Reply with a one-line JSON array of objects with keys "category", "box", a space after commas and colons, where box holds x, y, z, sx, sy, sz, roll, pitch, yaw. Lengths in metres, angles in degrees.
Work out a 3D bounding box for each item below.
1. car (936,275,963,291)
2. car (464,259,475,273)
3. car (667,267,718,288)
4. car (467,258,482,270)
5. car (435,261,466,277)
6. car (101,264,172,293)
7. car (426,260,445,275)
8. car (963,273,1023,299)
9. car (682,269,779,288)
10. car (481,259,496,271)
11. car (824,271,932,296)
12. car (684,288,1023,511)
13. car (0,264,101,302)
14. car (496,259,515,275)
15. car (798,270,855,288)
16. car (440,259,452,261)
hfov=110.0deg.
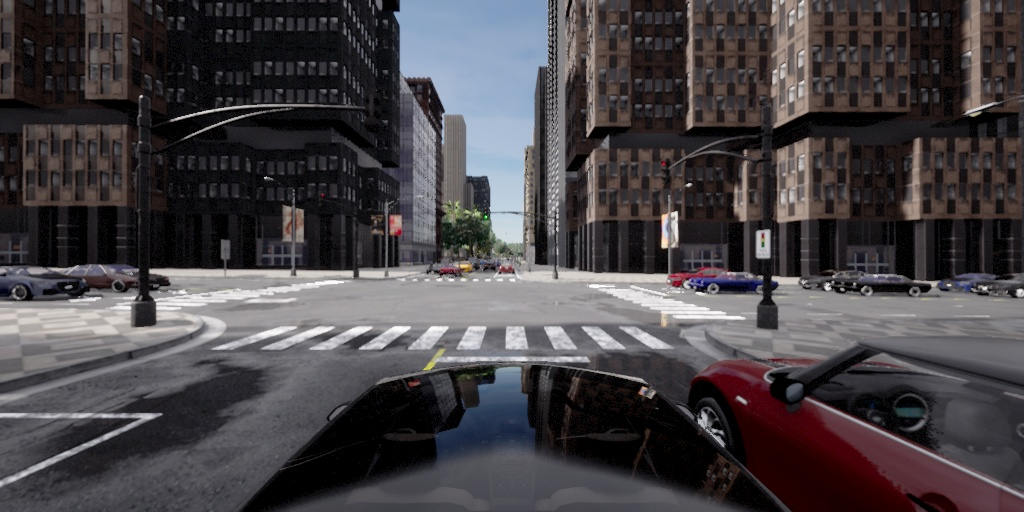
[{"category": "car", "box": [33.105, 1.932, 25.548, 4.181, 1.385, 1.994, 1, 0, -1]}, {"category": "car", "box": [-6.511, 1.483, 48.645, 1.882, 1.535, 5.008, 0, 0, 0]}, {"category": "car", "box": [13.637, 1.563, 25.439, 5.008, 1.535, 1.882, 1, 0, 0]}, {"category": "car", "box": [-6.574, 1.303, 58.984, 2.150, 2.045, 5.566, 0, 0, 0]}, {"category": "car", "box": [-6.474, 1.531, 38.250, 1.895, 1.301, 4.718, 0, 0, 1]}, {"category": "car", "box": [-20.955, 1.115, 18.559, 5.357, 1.411, 2.033, 1, 0, 2]}, {"category": "car", "box": [-9.144, 1.534, 43.419, 1.948, 1.339, 4.313, 0, 0, 0]}, {"category": "car", "box": [31.790, 1.841, 22.285, 4.892, 1.490, 1.837, 1, 0, 0]}, {"category": "car", "box": [13.519, 1.672, 22.182, 4.718, 1.301, 1.895, 1, 0, 0]}, {"category": "car", "box": [-3.370, 1.566, 56.302, 1.837, 1.490, 4.892, 0, 0, 0]}, {"category": "car", "box": [22.686, 1.805, 22.238, 4.718, 1.301, 1.895, 1, 0, 0]}, {"category": "car", "box": [2.763, 1.192, 2.085, 1.967, 1.591, 4.097, 0, 0, 0]}, {"category": "car", "box": [-20.885, 1.120, 15.274, 4.181, 1.385, 1.994, 1, 0, 0]}, {"category": "car", "box": [-0.619, 1.408, 43.474, 1.967, 1.591, 4.097, 0, 0, 0]}, {"category": "car", "box": [23.128, 1.728, 25.489, 4.892, 1.490, 1.837, 1, 0, 0]}, {"category": "car", "box": [-9.180, 1.322, 48.845, 2.192, 1.841, 5.009, 0, 0, 0]}]
